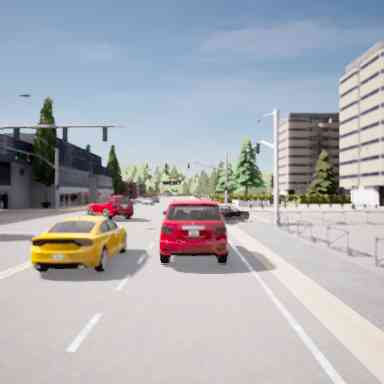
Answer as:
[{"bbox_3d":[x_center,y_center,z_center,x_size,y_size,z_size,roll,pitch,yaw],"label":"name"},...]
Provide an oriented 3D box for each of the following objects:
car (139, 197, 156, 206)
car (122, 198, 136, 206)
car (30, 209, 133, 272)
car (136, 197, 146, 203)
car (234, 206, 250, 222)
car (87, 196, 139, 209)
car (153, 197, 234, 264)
[{"bbox_3d":[-8.380,1.850,63.234,1.812,1.442,4.674,0,0,-1],"label":"car"},{"bbox_3d":[-11.878,1.888,63.090,1.994,1.385,4.181,0,0,-1],"label":"car"},{"bbox_3d":[-3.446,1.535,11.057,1.882,1.535,5.008,0,0,0],"label":"car"},{"bbox_3d":[-12.251,1.924,79.488,1.812,1.442,4.674,0,0,-1],"label":"car"},{"bbox_3d":[2.477,1.681,25.895,2.033,1.411,5.357,0,0,38],"label":"car"},{"bbox_3d":[-7.307,1.372,29.497,2.150,2.045,5.566,2,-1,-40],"label":"car"},{"bbox_3d":[0.060,1.285,12.253,2.150,2.045,5.566,0,0,0],"label":"car"}]
